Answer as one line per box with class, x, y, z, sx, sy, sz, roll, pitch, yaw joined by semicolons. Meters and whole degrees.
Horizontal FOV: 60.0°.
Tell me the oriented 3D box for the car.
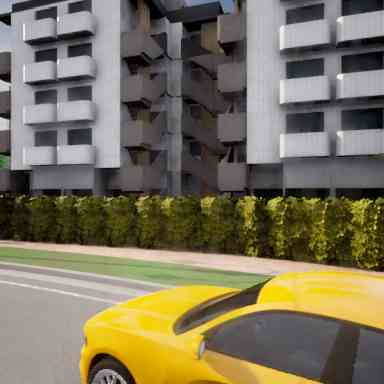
car;1.130;1.478;2.864;5.008;1.535;1.882;0;0;34
